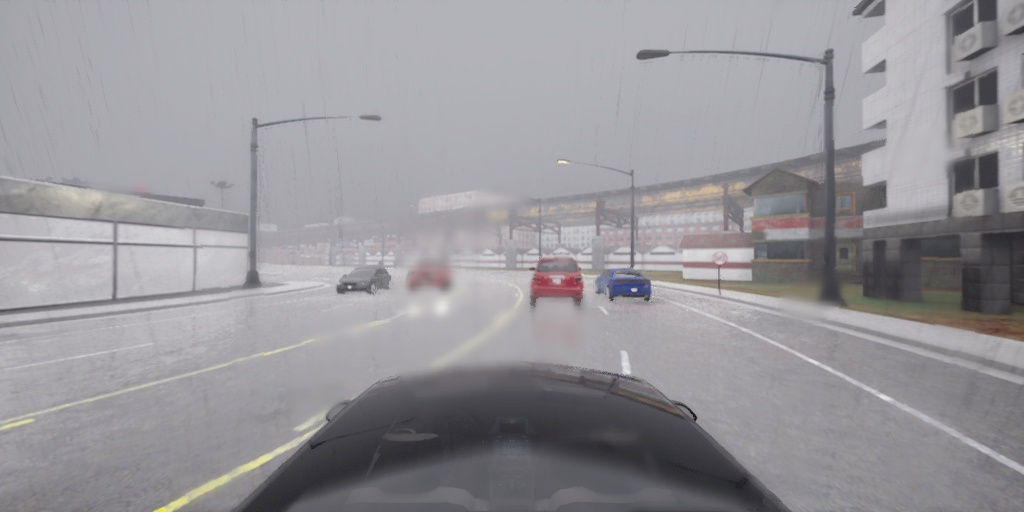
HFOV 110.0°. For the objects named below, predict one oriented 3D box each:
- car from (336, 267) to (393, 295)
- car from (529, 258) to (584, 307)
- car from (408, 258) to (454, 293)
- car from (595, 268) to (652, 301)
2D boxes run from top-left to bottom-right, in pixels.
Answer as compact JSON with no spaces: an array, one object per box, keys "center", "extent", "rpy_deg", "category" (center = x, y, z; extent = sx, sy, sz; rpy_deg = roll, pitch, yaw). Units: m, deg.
[{"center":[-8.493,1.408,21.085],"extent":[1.837,1.490,4.892],"rpy_deg":[0,-1,-1],"category":"car"},{"center":[1.989,1.096,16.529],"extent":[2.150,2.045,5.566],"rpy_deg":[0,0,5],"category":"car"},{"center":[-5.014,1.143,22.869],"extent":[2.150,2.045,5.566],"rpy_deg":[0,-1,-3],"category":"car"},{"center":[5.554,1.369,18.453],"extent":[1.882,1.535,5.008],"rpy_deg":[0,0,3],"category":"car"}]
